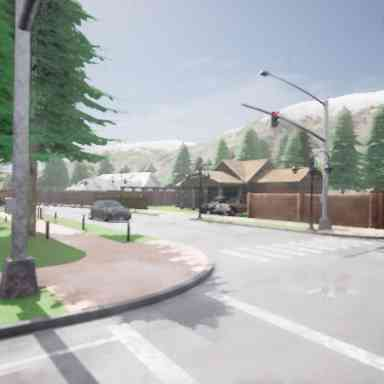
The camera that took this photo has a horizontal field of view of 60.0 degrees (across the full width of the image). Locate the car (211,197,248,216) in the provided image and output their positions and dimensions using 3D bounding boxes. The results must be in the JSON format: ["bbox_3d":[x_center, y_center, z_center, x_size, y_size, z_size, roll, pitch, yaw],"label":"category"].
[{"bbox_3d":[4.598,1.453,33.594,4.605,1.855,1.932,1,-1,-37],"label":"car"}]

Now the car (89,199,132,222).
[{"bbox_3d":[-6.726,1.470,27.288,2.097,1.767,4.553,1,-1,-37],"label":"car"}]

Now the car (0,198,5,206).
[{"bbox_3d":[-30.581,1.627,55.345,5.357,1.411,2.033,0,-1,41],"label":"car"}]

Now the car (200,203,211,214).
[{"bbox_3d":[2.779,1.449,35.373,3.866,1.878,1.905,1,-1,-37],"label":"car"}]
